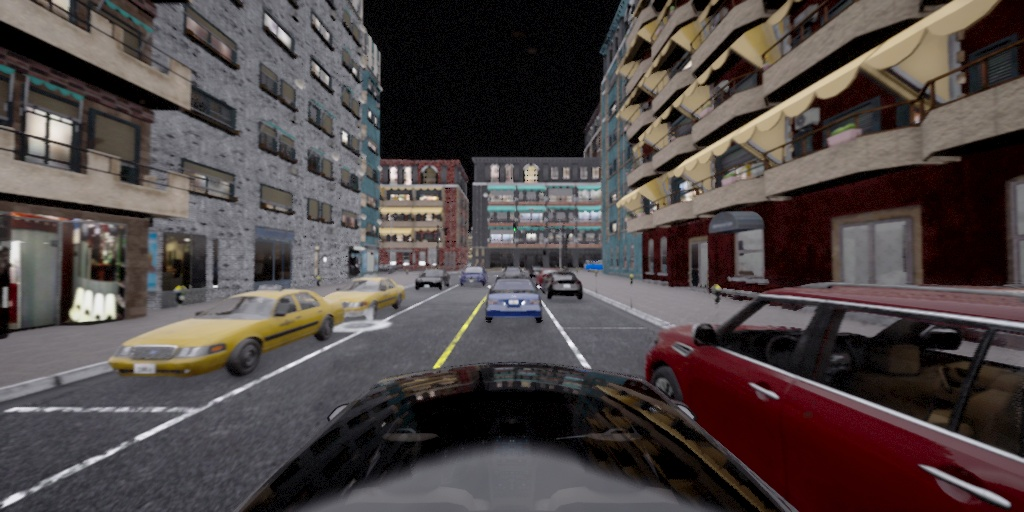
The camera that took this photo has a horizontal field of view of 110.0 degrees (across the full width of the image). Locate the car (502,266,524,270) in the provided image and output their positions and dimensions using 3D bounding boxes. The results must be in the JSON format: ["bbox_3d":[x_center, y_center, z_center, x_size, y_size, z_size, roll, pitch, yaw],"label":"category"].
[{"bbox_3d":[0.079,1.574,30.841,1.994,1.385,4.181,0,-1,0],"label":"car"}]

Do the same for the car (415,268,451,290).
[{"bbox_3d":[-5.281,1.515,24.443,1.948,1.339,4.313,0,0,0],"label":"car"}]

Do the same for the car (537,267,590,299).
[{"bbox_3d":[2.567,1.464,18.903,1.948,1.339,4.313,0,0,0],"label":"car"}]

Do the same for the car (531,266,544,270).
[{"bbox_3d":[2.566,1.495,24.468,1.888,1.381,4.507,0,0,0],"label":"car"}]

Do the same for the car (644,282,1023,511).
[{"bbox_3d":[2.566,1.069,2.215,2.192,1.841,5.009,0,0,0],"label":"car"}]

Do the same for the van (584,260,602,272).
[{"bbox_3d":[13.088,1.536,55.165,3.998,1.789,1.690,0,0,0],"label":"van"}]

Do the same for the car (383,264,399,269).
[{"bbox_3d":[-19.697,1.954,55.118,4.403,1.370,2.007,0,0,0],"label":"car"}]

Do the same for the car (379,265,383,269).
[{"bbox_3d":[-19.653,1.677,46.980,4.097,1.591,1.967,0,0,0],"label":"car"}]

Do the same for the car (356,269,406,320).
[{"bbox_3d":[-5.294,1.374,13.145,1.751,1.417,4.829,0,0,0],"label":"car"}]

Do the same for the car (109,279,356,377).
[{"bbox_3d":[-5.304,1.326,7.581,1.751,1.417,4.829,0,0,0],"label":"car"}]

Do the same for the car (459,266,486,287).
[{"bbox_3d":[-2.838,1.503,27.425,1.812,1.442,4.674,0,-1,0],"label":"car"}]

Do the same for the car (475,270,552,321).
[{"bbox_3d":[0.065,1.392,12.799,2.033,1.411,5.357,0,0,0],"label":"car"}]
